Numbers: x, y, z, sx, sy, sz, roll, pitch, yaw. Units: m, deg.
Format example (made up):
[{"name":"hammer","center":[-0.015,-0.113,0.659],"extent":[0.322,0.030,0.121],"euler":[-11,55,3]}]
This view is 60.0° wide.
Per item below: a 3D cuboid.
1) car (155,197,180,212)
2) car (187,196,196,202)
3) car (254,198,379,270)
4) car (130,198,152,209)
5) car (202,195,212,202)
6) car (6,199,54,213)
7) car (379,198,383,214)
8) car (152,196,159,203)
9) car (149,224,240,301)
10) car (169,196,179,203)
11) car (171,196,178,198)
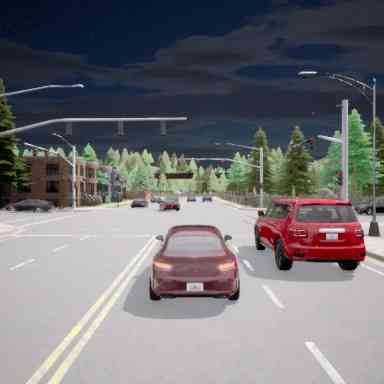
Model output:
[{"name":"car","center":[-2.680,1.601,38.451],"extent":[1.895,1.301,4.718],"euler":[0,0,-14]},{"name":"car","center":[-0.119,1.553,74.618],"extent":[1.994,1.385,4.181],"euler":[0,0,0]},{"name":"car","center":[3.558,1.221,11.107],"extent":[2.150,2.045,5.566],"euler":[0,0,0]},{"name":"car","center":[-7.174,1.547,45.922],"extent":[2.033,1.411,5.357],"euler":[0,0,0]},{"name":"car","center":[3.389,1.355,74.389],"extent":[2.097,1.767,4.553],"euler":[0,0,0]},{"name":"car","center":[-17.629,1.504,36.210],"extent":[4.892,1.490,1.837],"euler":[0,1,0]},{"name":"car","center":[18.275,1.352,32.491],"extent":[4.553,1.767,2.097],"euler":[0,0,0]},{"name":"car","center":[-7.141,1.564,66.128],"extent":[1.994,1.385,4.181],"euler":[0,0,0]},{"name":"car","center":[0.050,1.526,8.227],"extent":[1.812,1.442,4.674],"euler":[0,0,0]},{"name":"car","center":[-3.614,1.542,68.767],"extent":[1.837,1.490,4.892],"euler":[0,0,0]},{"name":"car","center":[-3.675,1.505,51.771],"extent":[1.837,1.490,4.892],"euler":[0,0,0]}]
